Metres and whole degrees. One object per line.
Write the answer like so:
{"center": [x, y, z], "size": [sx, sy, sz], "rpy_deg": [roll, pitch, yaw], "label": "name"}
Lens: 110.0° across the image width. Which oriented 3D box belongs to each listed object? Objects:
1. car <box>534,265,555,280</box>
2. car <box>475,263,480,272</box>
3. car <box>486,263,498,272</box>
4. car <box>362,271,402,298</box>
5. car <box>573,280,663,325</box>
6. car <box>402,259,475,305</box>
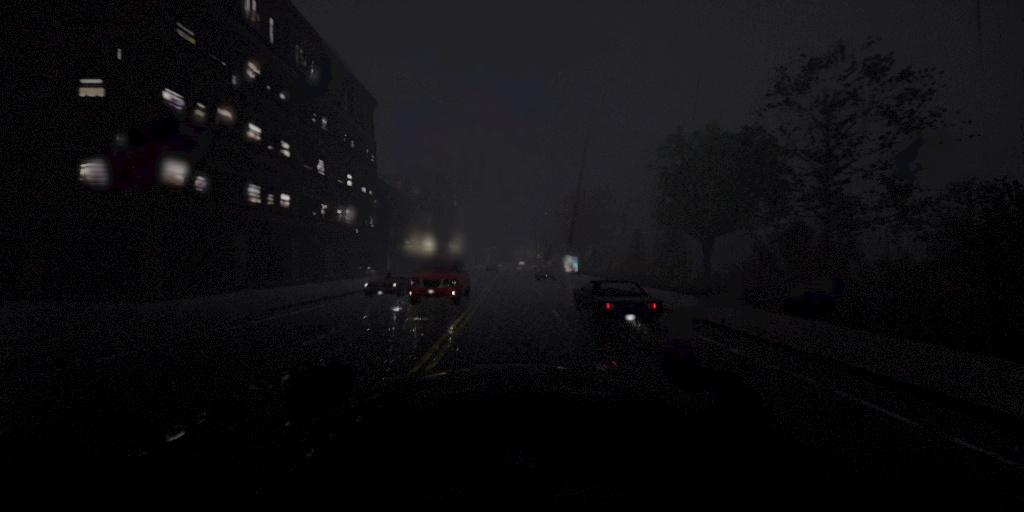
{"center": [3.330, 1.661, 36.686], "size": [1.812, 1.442, 4.674], "rpy_deg": [0, 0, 0], "label": "car"}
{"center": [-6.546, 1.918, 59.793], "size": [1.812, 1.442, 4.674], "rpy_deg": [0, -1, 1], "label": "car"}
{"center": [-3.293, 1.939, 59.813], "size": [2.033, 1.411, 5.357], "rpy_deg": [0, -1, 1], "label": "car"}
{"center": [-6.581, 1.553, 20.108], "size": [1.895, 1.301, 4.718], "rpy_deg": [0, -1, 0], "label": "car"}
{"center": [3.349, 1.468, 12.368], "size": [1.895, 1.301, 4.718], "rpy_deg": [0, -1, 0], "label": "car"}
{"center": [-3.340, 1.147, 17.572], "size": [2.150, 2.045, 5.566], "rpy_deg": [0, -1, 0], "label": "car"}
